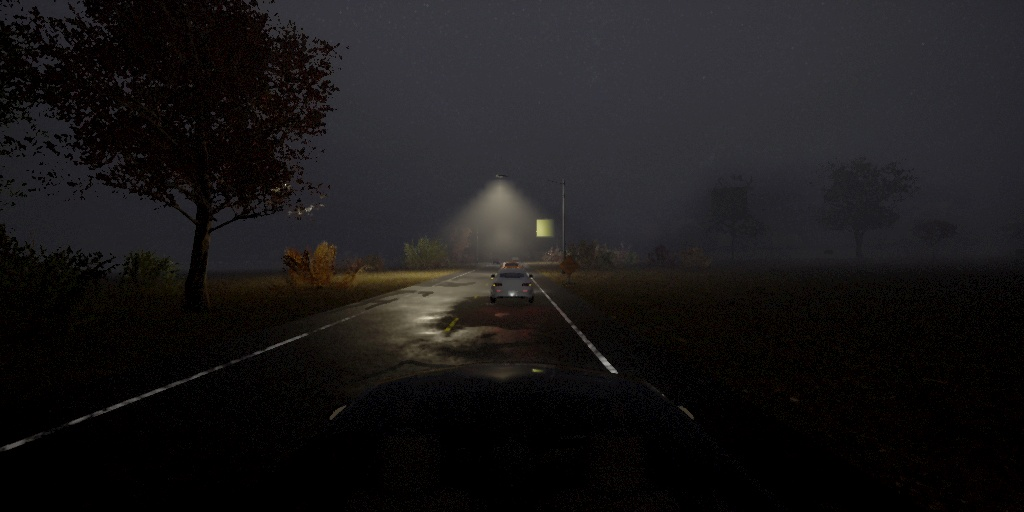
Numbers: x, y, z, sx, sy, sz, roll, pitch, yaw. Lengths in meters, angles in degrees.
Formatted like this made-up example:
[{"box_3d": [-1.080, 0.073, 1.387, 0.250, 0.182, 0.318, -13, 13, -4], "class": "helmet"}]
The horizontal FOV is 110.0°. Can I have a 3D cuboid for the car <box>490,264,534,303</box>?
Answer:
[{"box_3d": [0.001, 1.285, 16.475, 1.812, 1.442, 4.674, 0, 0, 0], "class": "car"}]

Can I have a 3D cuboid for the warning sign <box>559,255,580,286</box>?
[{"box_3d": [3.551, 0.866, 22.226, 1.300, 1.860, 1.060, 0, 0, 0], "class": "warning sign"}]

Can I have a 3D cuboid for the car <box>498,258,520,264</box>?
[{"box_3d": [0.001, 1.235, 31.476, 1.882, 1.535, 5.008, 0, 0, 0], "class": "car"}]
